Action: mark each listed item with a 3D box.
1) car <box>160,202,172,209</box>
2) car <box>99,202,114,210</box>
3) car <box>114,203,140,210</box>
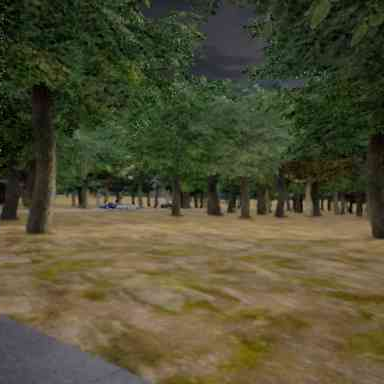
[{"bbox_3d":[-5.325,3.178,76.963,1.837,1.490,4.892,-1,-3,33],"label":"car"},{"bbox_3d":[-16.118,2.785,65.926,1.882,1.535,5.008,0,-2,33],"label":"car"},{"bbox_3d":[-12.540,2.953,65.894,1.895,1.301,4.718,-1,-2,33],"label":"car"}]
